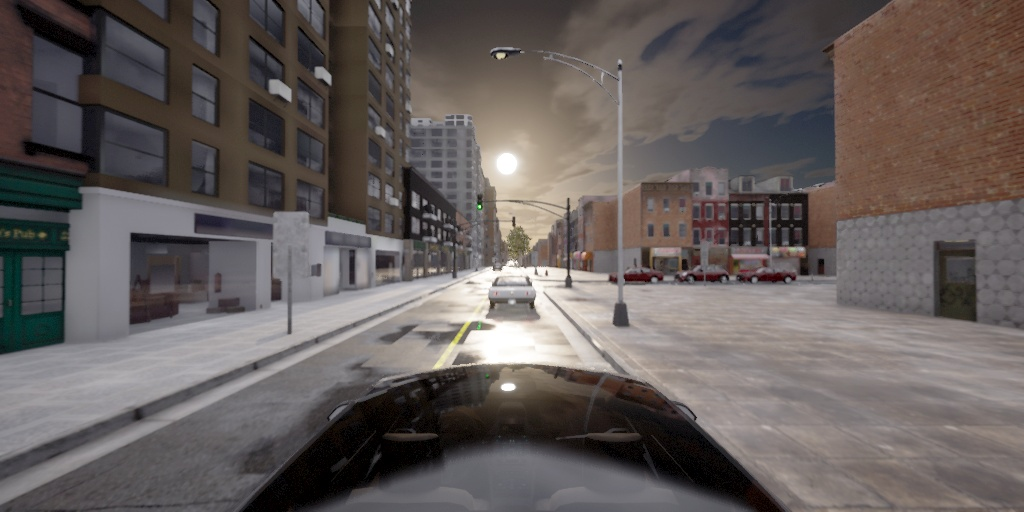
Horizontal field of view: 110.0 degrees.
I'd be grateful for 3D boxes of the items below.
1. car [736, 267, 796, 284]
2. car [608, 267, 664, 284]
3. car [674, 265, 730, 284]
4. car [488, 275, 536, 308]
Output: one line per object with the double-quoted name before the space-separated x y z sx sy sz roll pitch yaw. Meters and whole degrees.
"car" 21.311 1.593 30.177 4.507 1.381 1.888 0 0 0
"car" 10.383 1.604 30.192 4.507 1.381 1.888 0 0 0
"car" 15.847 1.493 30.186 4.097 1.591 1.967 0 0 0
"car" 0.010 1.500 15.962 1.895 1.301 4.718 0 -1 0
